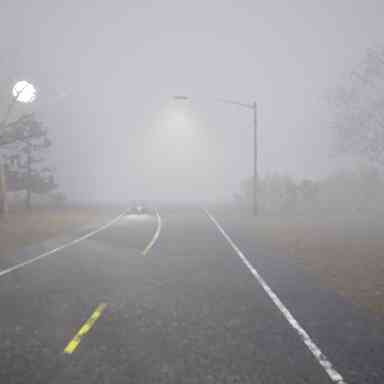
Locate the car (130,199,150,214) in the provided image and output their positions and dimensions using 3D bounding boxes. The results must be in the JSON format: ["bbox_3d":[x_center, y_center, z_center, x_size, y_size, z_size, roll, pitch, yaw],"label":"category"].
[{"bbox_3d":[-5.441,1.468,34.965,2.128,1.511,4.902,0,0,-7],"label":"car"}]
